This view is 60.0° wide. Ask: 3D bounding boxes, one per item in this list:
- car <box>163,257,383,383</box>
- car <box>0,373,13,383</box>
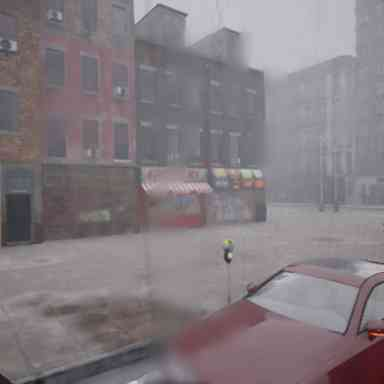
[{"bbox_3d":[1.661,1.536,4.000,4.206,1.307,1.802,-1,0,-36],"label":"car"},{"bbox_3d":[-2.774,1.590,0.830,4.313,1.339,1.947,-1,0,-36],"label":"car"}]
